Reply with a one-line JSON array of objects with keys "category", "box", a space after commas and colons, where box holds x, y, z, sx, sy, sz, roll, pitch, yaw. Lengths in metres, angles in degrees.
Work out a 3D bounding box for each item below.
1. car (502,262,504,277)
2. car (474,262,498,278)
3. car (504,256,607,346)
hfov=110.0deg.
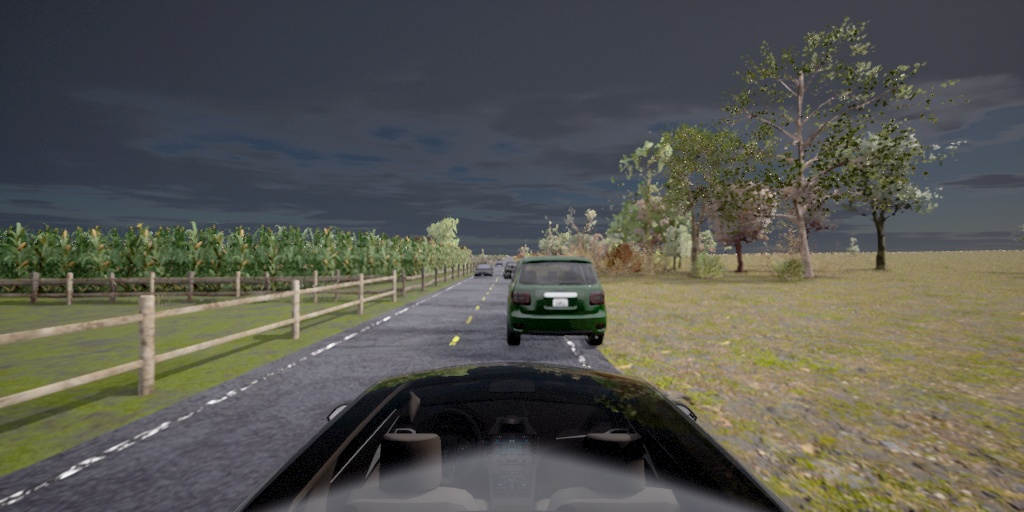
[{"category": "car", "box": [0.055, 1.534, 42.519, 1.837, 1.490, 4.892, 0, 0, 0]}, {"category": "car", "box": [-2.882, 1.548, 37.849, 2.033, 1.411, 5.357, 0, 0, 0]}, {"category": "car", "box": [0.957, 1.034, 9.772, 2.150, 2.045, 5.566, 0, 0, 0]}]
